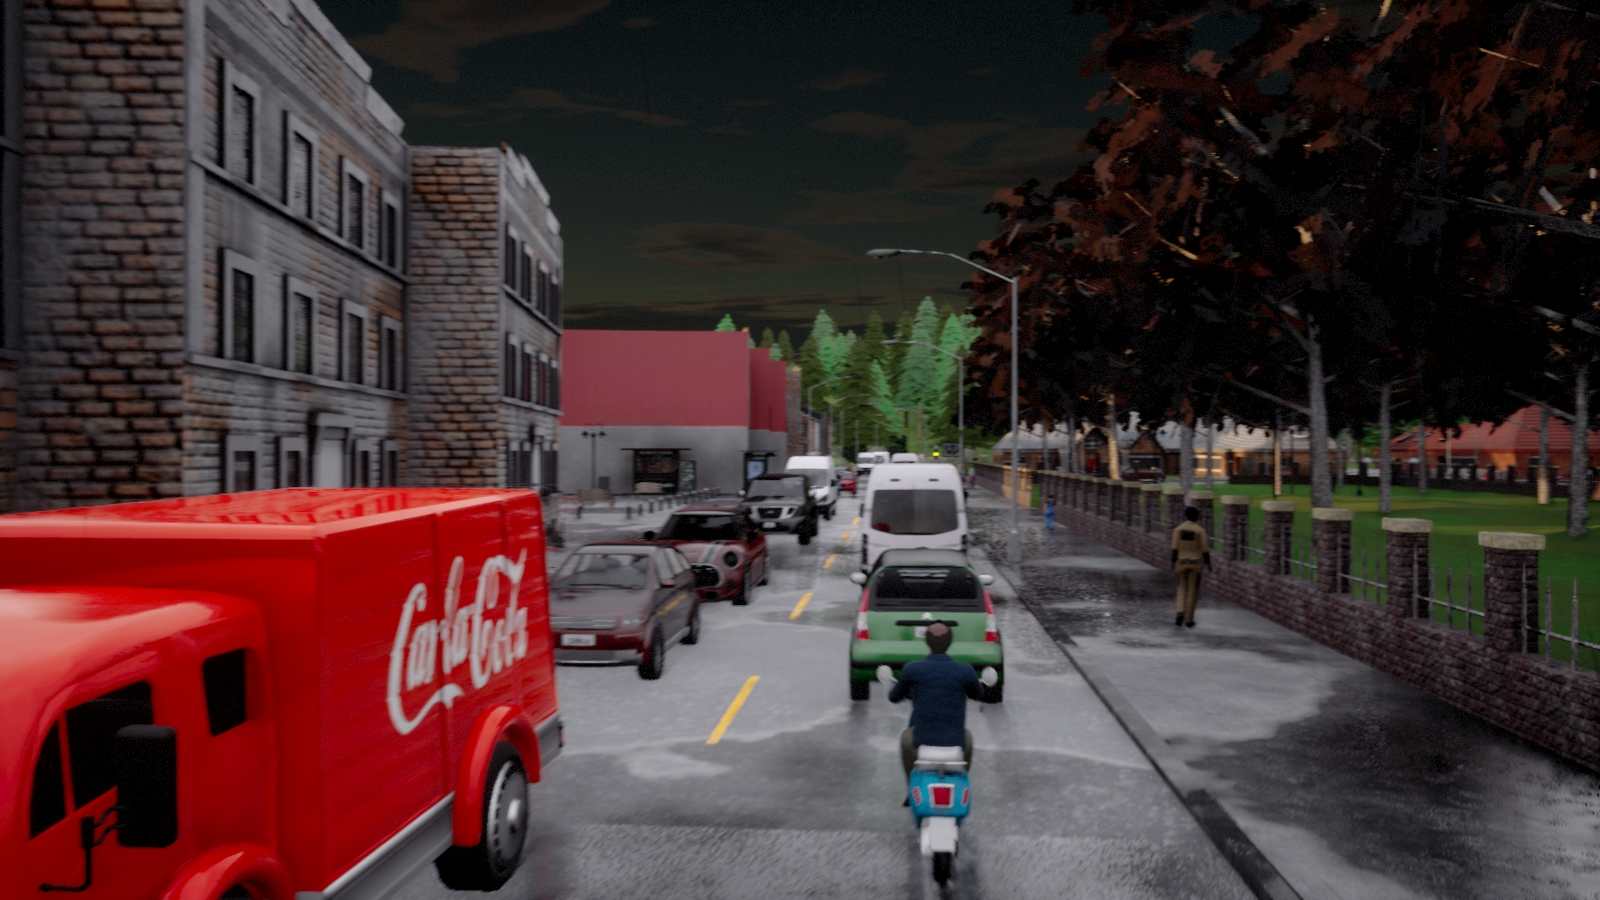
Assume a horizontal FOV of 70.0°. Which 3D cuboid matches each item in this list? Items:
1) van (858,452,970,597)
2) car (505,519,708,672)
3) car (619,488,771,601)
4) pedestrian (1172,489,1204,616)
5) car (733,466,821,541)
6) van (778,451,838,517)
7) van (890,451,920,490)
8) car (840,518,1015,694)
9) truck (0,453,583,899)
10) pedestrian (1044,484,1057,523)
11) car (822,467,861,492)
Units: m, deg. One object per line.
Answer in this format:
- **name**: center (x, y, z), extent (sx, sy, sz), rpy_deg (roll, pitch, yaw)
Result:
- **van**: center (2.296, 1.321, 23.349), extent (1.988, 2.561, 5.915), rpy_deg (0, 0, 5)
- **car**: center (-2.417, 1.806, 15.220), extent (1.789, 1.549, 3.705), rpy_deg (0, 0, 5)
- **car**: center (-1.865, 1.689, 21.860), extent (2.097, 1.767, 4.553), rpy_deg (0, 0, 5)
- **pedestrian**: center (5.847, 1.532, 17.228), extent (0.375, 1.860, 0.375), rpy_deg (0, 0, 32)
- **car**: center (-0.603, 1.565, 35.510), extent (2.150, 2.045, 5.566), rpy_deg (0, 0, 5)
- **van**: center (0.411, 1.324, 47.395), extent (1.988, 2.561, 5.915), rpy_deg (0, 0, 5)
- **van**: center (7.108, 1.334, 77.429), extent (1.988, 2.561, 5.915), rpy_deg (0, 0, 5)
- **car**: center (1.523, 1.783, 14.192), extent (1.851, 1.617, 3.988), rpy_deg (0, 0, 5)
- **truck**: center (-3.206, 1.327, 6.261), extent (2.627, 2.467, 5.204), rpy_deg (0, 1, 5)
- **pedestrian**: center (8.467, 1.819, 38.633), extent (0.375, 1.300, 0.375), rpy_deg (0, 0, 5)
- **car**: center (2.677, 1.856, 72.732), extent (2.231, 1.480, 4.892), rpy_deg (0, 0, 5)
